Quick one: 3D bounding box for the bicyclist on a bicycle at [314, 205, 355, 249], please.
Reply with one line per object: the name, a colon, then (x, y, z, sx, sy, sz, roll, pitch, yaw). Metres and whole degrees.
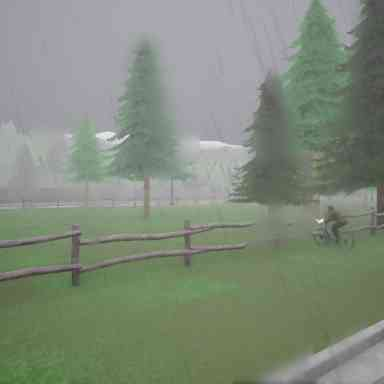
bicyclist on a bicycle: (5.419, 1.348, 12.707, 0.582, 1.620, 1.656, 0, 3, -37)
